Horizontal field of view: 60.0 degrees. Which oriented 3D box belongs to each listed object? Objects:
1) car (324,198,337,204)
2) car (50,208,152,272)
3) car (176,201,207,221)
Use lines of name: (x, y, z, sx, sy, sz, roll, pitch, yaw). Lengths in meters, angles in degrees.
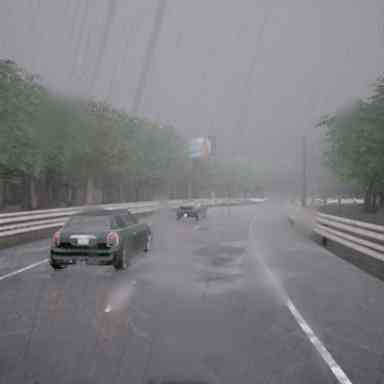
car: (33.893, 2.249, 81.540, 1.882, 1.535, 5.008, 0, -1, 43)
car: (-2.726, 1.343, 11.033, 2.097, 1.767, 4.553, 0, 0, 5)
car: (0.054, 1.554, 27.948, 1.837, 1.490, 4.892, 0, 0, 13)
